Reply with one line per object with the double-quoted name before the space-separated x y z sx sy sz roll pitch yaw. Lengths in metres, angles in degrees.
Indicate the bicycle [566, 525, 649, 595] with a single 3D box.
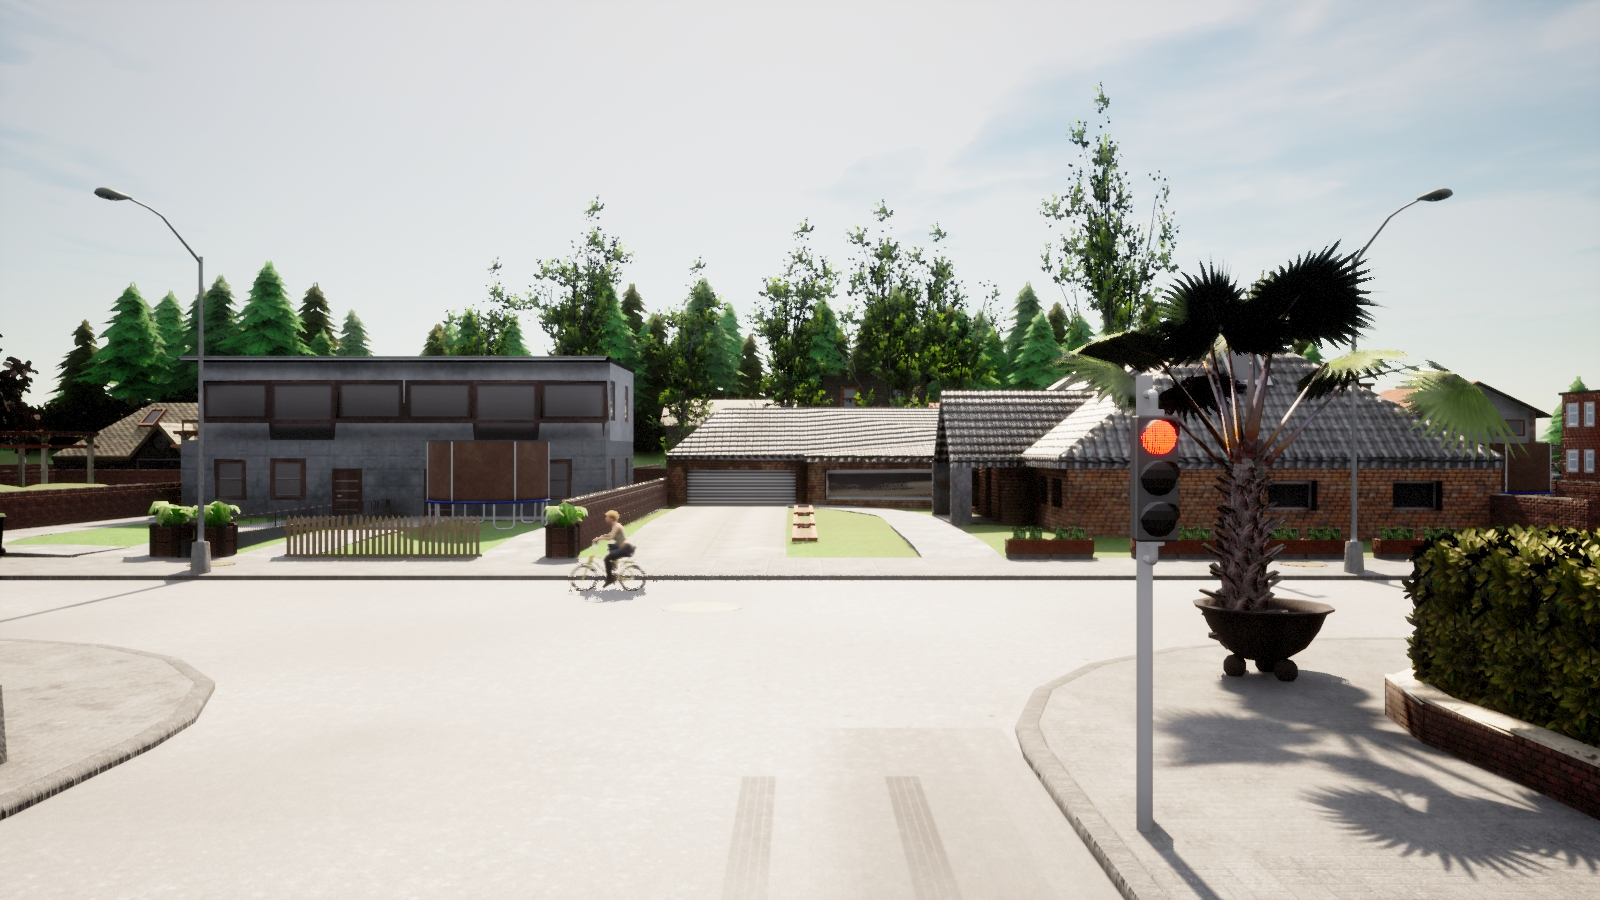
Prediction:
"bicycle" -3.765 2.149 22.443 1.487 1.276 0.859 0 0 0
